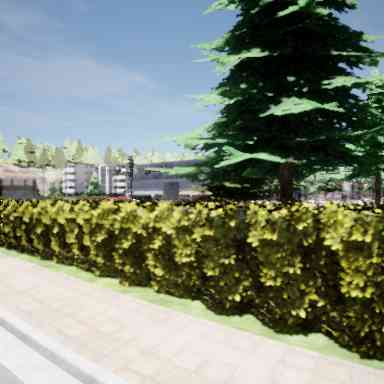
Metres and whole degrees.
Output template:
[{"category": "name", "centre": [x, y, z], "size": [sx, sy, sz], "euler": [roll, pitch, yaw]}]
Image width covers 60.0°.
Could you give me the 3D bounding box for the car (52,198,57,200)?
[{"category": "car", "centre": [-33.322, 2.245, 82.563], "size": [1.970, 1.475, 3.806], "euler": [-1, -1, 43]}]

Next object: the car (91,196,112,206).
[{"category": "car", "centre": [-19.008, 1.851, 69.750], "size": [1.905, 1.878, 3.866], "euler": [-1, -1, 43]}]

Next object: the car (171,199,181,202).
[{"category": "car", "centre": [-3.051, 1.881, 55.351], "size": [1.845, 1.501, 3.633], "euler": [-1, -1, 43]}]

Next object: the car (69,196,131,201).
[{"category": "car", "centre": [-7.599, 1.546, 29.731], "size": [2.150, 2.045, 5.566], "euler": [-1, -1, 42]}]

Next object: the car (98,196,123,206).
[{"category": "car", "centre": [-16.595, 1.836, 68.079], "size": [1.932, 1.855, 4.605], "euler": [-1, -1, 43]}]

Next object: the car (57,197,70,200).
[{"category": "car", "centre": [-28.394, 2.087, 78.441], "size": [2.152, 1.636, 5.027], "euler": [-1, -1, 43]}]
